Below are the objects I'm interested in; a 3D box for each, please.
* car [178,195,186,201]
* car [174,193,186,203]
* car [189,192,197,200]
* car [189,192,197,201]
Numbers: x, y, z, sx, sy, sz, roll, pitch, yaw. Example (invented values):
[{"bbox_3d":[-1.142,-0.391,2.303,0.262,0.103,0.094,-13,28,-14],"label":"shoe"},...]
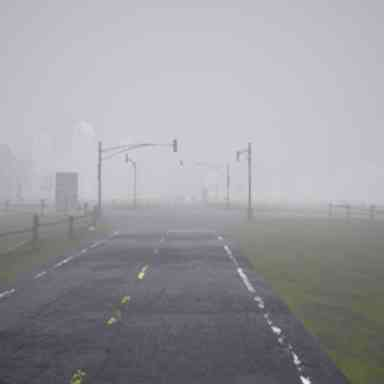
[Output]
[{"bbox_3d":[-2.476,1.544,84.477,1.812,1.442,4.674,0,0,0],"label":"car"},{"bbox_3d":[-2.559,1.234,68.872,2.150,2.045,5.566,0,0,0],"label":"car"},{"bbox_3d":[0.332,1.088,95.350,2.150,2.045,5.566,0,0,0],"label":"car"},{"bbox_3d":[0.276,1.512,84.897,1.837,1.490,4.892,0,0,0],"label":"car"}]
